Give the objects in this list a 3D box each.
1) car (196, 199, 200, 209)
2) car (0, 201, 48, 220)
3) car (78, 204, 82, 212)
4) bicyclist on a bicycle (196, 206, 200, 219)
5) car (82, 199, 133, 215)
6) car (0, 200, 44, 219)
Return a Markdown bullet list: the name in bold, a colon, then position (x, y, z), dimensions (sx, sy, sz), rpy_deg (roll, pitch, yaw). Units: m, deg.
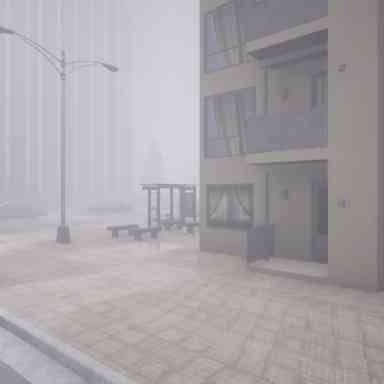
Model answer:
- **car**: position (-0.547, 1.560, 43.525), dimensions (1.837, 1.490, 4.892), rpy_deg (0, 0, 40)
- **car**: position (-14.554, 1.603, 26.819), dimensions (2.033, 1.411, 5.357), rpy_deg (0, 0, 40)
- **car**: position (-10.347, 1.547, 37.305), dimensions (2.128, 1.511, 4.902), rpy_deg (0, 0, 40)
- **bicyclist on a bicycle**: position (0.940, 1.356, 26.674), dimensions (1.656, 1.620, 0.582), rpy_deg (0, 0, 40)
- **car**: position (-8.403, 1.656, 34.177), dimensions (1.895, 1.301, 4.718), rpy_deg (0, 0, 40)
- **car**: position (-16.269, 1.560, 30.228), dimensions (1.837, 1.490, 4.892), rpy_deg (0, 0, 40)
